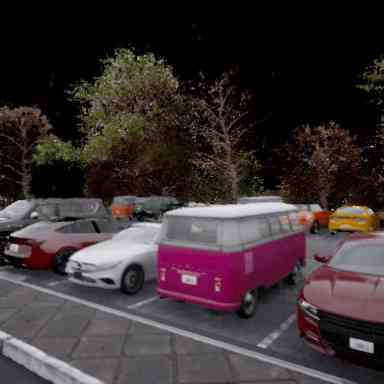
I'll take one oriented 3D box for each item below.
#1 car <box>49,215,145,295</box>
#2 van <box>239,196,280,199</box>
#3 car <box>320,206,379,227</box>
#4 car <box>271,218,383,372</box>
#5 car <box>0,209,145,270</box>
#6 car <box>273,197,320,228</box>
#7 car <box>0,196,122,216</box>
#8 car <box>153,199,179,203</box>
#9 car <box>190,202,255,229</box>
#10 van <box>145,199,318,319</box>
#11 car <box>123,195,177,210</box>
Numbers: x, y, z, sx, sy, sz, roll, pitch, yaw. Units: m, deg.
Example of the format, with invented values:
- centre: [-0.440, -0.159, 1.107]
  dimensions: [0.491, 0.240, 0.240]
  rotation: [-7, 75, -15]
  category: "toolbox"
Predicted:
- centre: [-1.101, 1.535, 9.086]
  dimensions: [2.002, 1.452, 4.674]
  rotation: [0, 0, 36]
  category: "car"
- centre: [4.536, 1.271, 21.289]
  dimensions: [1.878, 1.987, 4.442]
  rotation: [0, 0, 36]
  category: "van"
- centre: [8.856, 1.488, 18.020]
  dimensions: [2.097, 1.535, 5.008]
  rotation: [0, 0, 36]
  category: "car"
- centre: [3.402, 1.485, 5.838]
  dimensions: [2.097, 1.535, 5.008]
  rotation: [0, 0, 36]
  category: "car"
- centre: [-3.336, 1.529, 10.732]
  dimensions: [2.163, 1.488, 4.792]
  rotation: [0, 0, 36]
  category: "car"
- centre: [6.695, 1.367, 19.547]
  dimensions: [2.185, 1.767, 4.553]
  rotation: [0, 0, 36]
  category: "car"
- centre: [-5.621, 1.253, 12.311]
  dimensions: [2.435, 2.045, 5.566]
  rotation: [0, 0, 36]
  category: "car"
- centre: [-0.130, 1.505, 24.286]
  dimensions: [1.946, 1.575, 5.366]
  rotation: [0, 0, 36]
  category: "car"
- centre: [2.218, 1.503, 22.811]
  dimensions: [2.231, 1.521, 4.892]
  rotation: [0, 0, 36]
  category: "car"
- centre: [1.216, 1.264, 7.554]
  dimensions: [1.878, 1.987, 4.442]
  rotation: [0, 0, 36]
  category: "van"
- centre: [-2.251, 1.267, 26.079]
  dimensions: [2.435, 2.045, 5.566]
  rotation: [-1, 0, 36]
  category: "car"
